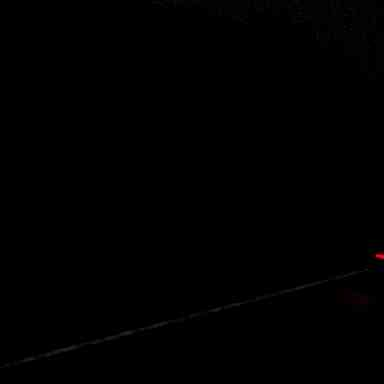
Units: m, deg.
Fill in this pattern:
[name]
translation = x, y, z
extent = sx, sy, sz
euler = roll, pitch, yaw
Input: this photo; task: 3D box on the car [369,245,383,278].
[car]
translation = 6.717, 1.539, 8.564
extent = 5.357, 1.411, 2.033
euler = 0, 0, -35
